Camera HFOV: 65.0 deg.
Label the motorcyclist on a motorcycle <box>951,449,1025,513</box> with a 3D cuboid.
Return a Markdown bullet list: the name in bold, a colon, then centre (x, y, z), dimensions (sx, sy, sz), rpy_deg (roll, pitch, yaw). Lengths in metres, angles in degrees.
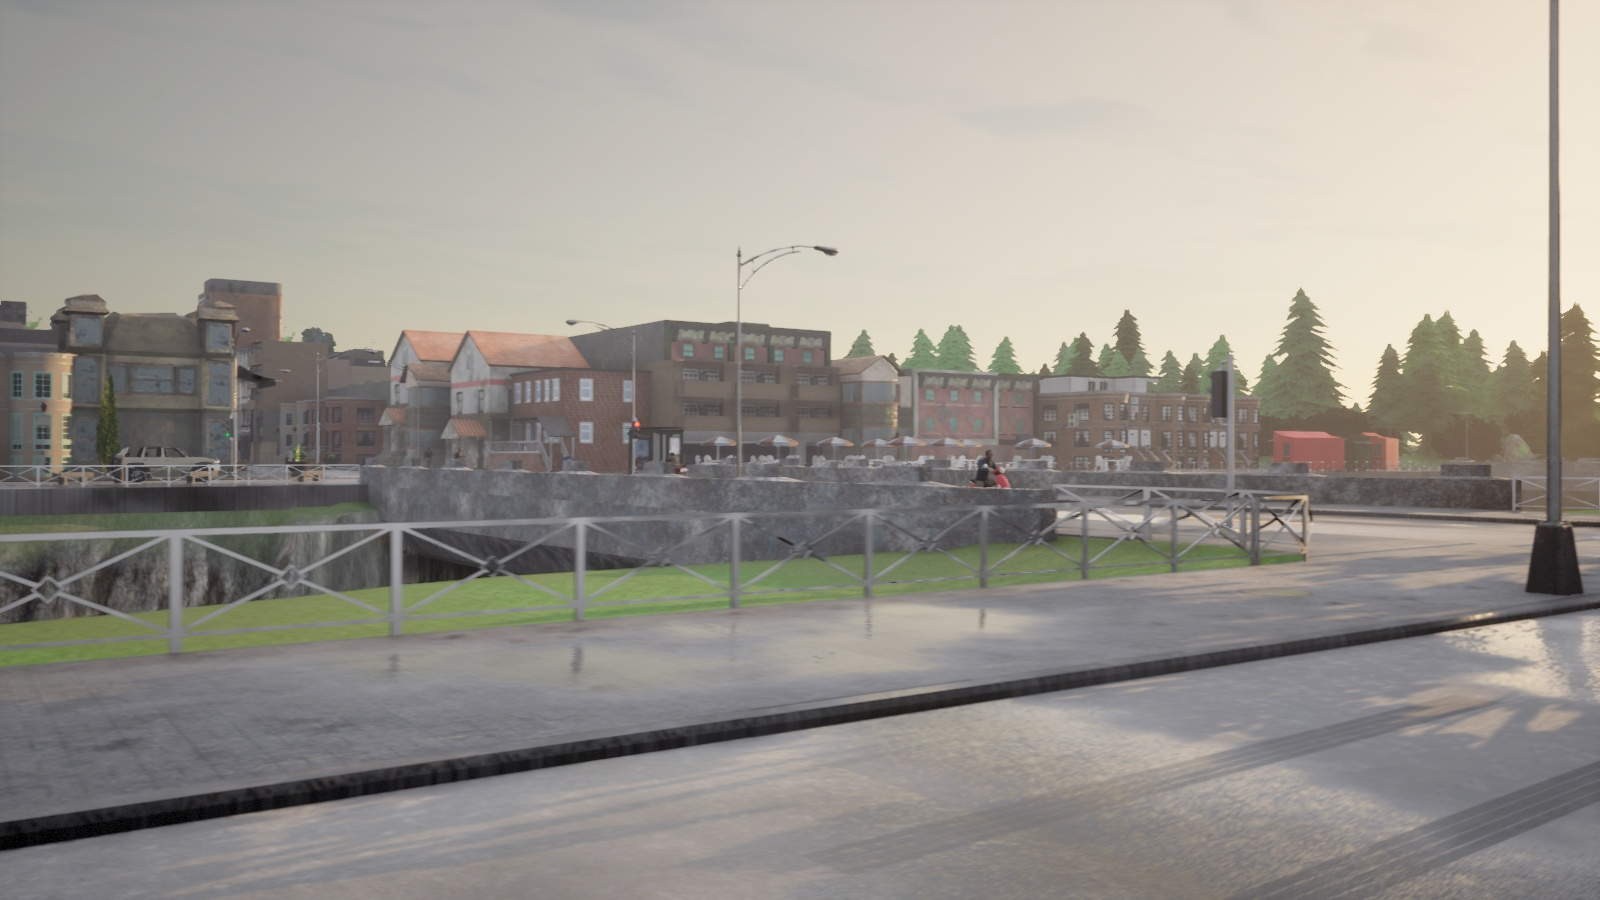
- **motorcyclist on a motorcycle**: centre (4.752, 0.766, 31.840), dimensions (0.866, 1.590, 1.817), rpy_deg (0, 0, -34)

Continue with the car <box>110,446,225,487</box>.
- **car**: centre (-29.624, 0.768, 58.853), dimensions (4.605, 1.855, 1.932), rpy_deg (0, 0, -35)
